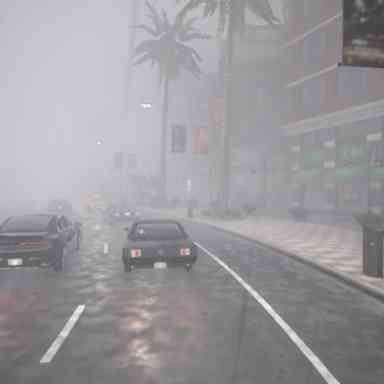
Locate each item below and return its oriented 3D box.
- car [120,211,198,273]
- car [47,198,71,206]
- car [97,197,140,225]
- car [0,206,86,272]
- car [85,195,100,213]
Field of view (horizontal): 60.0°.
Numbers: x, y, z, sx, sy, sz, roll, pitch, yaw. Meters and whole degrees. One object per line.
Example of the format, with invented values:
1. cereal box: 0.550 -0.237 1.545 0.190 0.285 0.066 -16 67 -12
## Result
1. car: -1.143 1.488 10.347 1.895 1.301 4.718 0 1 -10
2. car: -11.897 1.238 29.812 1.994 1.385 4.181 0 1 -23
3. car: -4.682 1.312 21.710 2.033 1.411 5.357 0 1 -22
4. car: -4.655 1.391 10.308 1.837 1.490 4.892 0 1 -11
5. car: -9.271 1.105 32.324 1.801 1.575 5.366 0 1 -23
